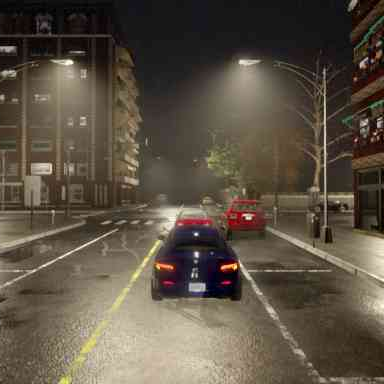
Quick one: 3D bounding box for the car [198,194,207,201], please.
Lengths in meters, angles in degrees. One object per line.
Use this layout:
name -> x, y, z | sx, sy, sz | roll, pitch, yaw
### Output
car -> 2.613, 1.382, 83.865 | 2.192, 1.841, 5.009 | 1, 0, 0

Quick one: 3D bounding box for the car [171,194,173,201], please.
car -> -5.759, 1.636, 72.787 | 1.802, 1.307, 4.206 | 1, 0, 0

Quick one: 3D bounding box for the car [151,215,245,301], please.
car -> 0.092, 1.529, 8.211 | 1.812, 1.442, 4.674 | 0, 0, 0

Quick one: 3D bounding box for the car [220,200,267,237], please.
car -> 2.688, 1.323, 18.144 | 2.192, 1.841, 5.009 | 1, 0, 0

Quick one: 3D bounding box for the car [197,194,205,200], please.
car -> 2.600, 1.396, 94.940 | 2.192, 1.841, 5.009 | 1, 0, 0

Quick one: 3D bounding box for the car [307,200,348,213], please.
car -> 15.171, 1.609, 37.191 | 4.313, 1.339, 1.947 | 0, -1, 0

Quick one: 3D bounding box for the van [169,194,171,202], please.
van -> -5.748, 1.389, 67.248 | 1.690, 1.788, 3.998 | 1, 0, 0

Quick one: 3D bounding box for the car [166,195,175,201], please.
car -> -5.778, 1.625, 89.403 | 2.008, 1.369, 4.403 | 1, 0, 0

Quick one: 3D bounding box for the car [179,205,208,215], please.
car -> 0.080, 1.609, 17.954 | 1.895, 1.301, 4.718 | 0, 0, 0

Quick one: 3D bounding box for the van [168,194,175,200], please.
van -> -5.780, 1.422, 94.941 | 1.690, 1.788, 3.998 | 1, 0, 0

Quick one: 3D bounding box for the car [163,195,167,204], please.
car -> -5.740, 1.619, 56.170 | 1.802, 1.307, 4.206 | 1, 0, 0

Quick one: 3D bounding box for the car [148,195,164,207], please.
car -> -5.734, 1.614, 50.633 | 1.802, 1.307, 4.206 | 1, 0, 0

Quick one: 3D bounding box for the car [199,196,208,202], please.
car -> 2.615, 1.626, 78.327 | 1.947, 1.339, 4.313 | 1, 0, 0

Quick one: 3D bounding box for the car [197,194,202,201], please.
car -> 2.621, 1.605, 72.788 | 2.008, 1.369, 4.403 | 1, 0, 0

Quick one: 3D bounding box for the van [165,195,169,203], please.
van -> -5.742, 1.383, 61.709 | 1.690, 1.788, 3.998 | 1, 0, 0

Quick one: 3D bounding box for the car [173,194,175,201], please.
car -> -5.765, 1.611, 78.325 | 2.008, 1.369, 4.403 | 1, 0, 0

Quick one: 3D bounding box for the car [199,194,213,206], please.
car -> 2.640, 1.563, 56.344 | 1.752, 1.417, 4.829 | 1, 0, 0
